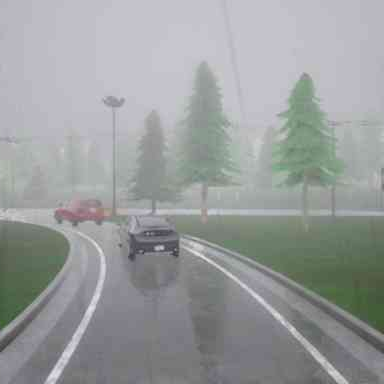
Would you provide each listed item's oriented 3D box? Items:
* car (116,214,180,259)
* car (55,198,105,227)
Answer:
[{"bbox_3d":[-1.865,1.640,13.420,1.837,1.490,4.892,0,0,-19],"label":"car"},{"bbox_3d":[-8.706,1.486,25.609,2.150,2.045,5.566,0,-1,-40],"label":"car"}]
